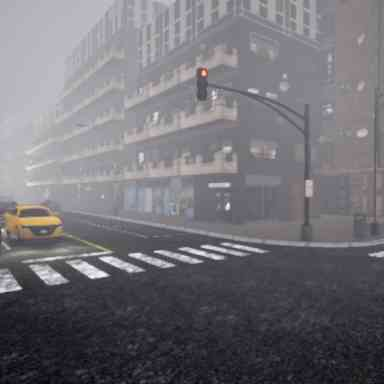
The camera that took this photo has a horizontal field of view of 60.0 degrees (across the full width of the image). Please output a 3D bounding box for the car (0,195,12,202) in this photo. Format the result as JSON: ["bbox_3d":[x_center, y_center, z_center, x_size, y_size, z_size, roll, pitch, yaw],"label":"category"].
[{"bbox_3d":[-39.143,1.405,69.474,2.008,1.369,4.403,0,0,-36],"label":"car"}]

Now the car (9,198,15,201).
[{"bbox_3d":[-13.428,1.416,24.085,2.128,1.511,4.902,0,0,-36],"label":"car"}]

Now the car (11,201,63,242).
[{"bbox_3d":[-7.848,1.430,16.379,1.882,1.535,5.008,0,0,-36],"label":"car"}]

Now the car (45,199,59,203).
[{"bbox_3d":[-15.889,1.490,37.360,1.802,1.307,4.206,0,0,-36],"label":"car"}]

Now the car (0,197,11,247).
[{"bbox_3d":[-9.386,1.264,14.092,2.192,1.841,5.009,0,0,-36],"label":"car"}]

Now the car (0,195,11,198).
[{"bbox_3d":[-32.343,1.401,55.680,2.033,1.411,5.357,0,0,-37],"label":"car"}]

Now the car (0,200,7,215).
[{"bbox_3d":[-19.439,1.499,32.405,1.895,1.301,4.718,0,0,-36],"label":"car"}]

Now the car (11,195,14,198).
[{"bbox_3d":[-35.821,1.295,64.888,1.967,1.590,4.097,0,0,-36],"label":"car"}]
